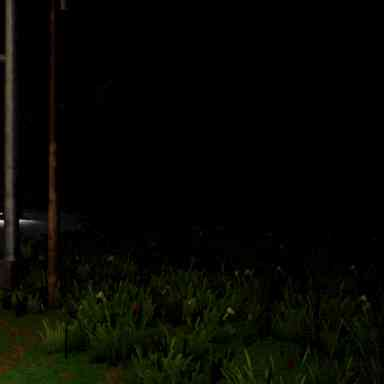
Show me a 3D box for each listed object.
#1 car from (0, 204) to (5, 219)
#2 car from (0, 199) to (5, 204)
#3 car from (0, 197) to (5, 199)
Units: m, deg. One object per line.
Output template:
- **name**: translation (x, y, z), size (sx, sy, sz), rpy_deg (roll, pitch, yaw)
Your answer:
- **car**: translation (-12.508, 1.574, 18.700), size (1.895, 1.301, 4.718), rpy_deg (0, 0, -13)
- **car**: translation (-16.100, 1.537, 28.019), size (1.994, 1.385, 4.181), rpy_deg (0, 0, -33)
- **car**: translation (-25.220, 1.478, 43.121), size (4.892, 1.490, 1.837), rpy_deg (0, 0, 40)
